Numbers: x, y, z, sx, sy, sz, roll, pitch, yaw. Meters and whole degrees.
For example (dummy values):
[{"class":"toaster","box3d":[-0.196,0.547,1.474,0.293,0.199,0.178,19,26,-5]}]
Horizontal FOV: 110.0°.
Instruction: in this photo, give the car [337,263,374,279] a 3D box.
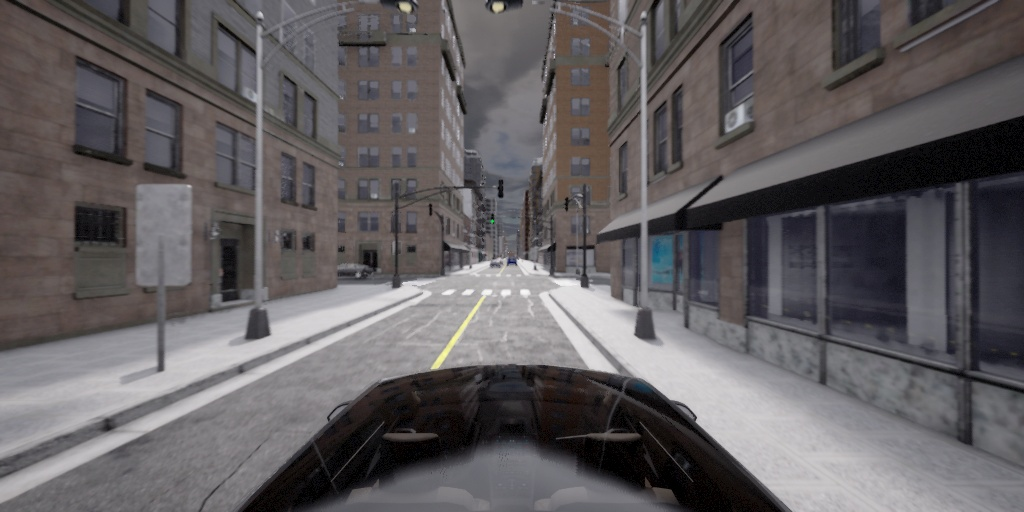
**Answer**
[{"class":"car","box3d":[-14.802,1.319,32.366,4.403,1.370,2.007,0,0,0]}]

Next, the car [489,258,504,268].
[{"class":"car","box3d":[-2.775,1.290,60.480,2.033,1.411,5.357,0,0,1]}]
